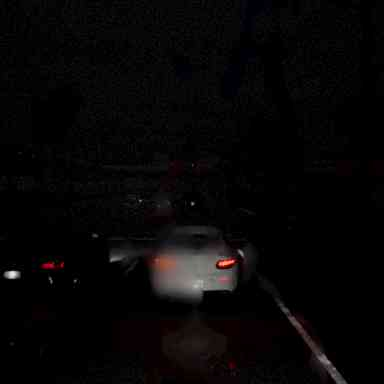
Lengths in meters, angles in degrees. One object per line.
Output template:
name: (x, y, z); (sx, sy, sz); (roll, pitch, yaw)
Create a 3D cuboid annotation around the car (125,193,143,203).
car: (-10.588, 1.155, 59.586); (1.812, 1.442, 4.674); (0, 1, 0)

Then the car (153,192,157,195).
car: (-10.560, 0.565, 89.581); (1.994, 1.385, 4.181); (0, 1, 0)

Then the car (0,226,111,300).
car: (-3.424, 1.536, 8.351); (1.994, 1.385, 4.181); (0, 0, 0)

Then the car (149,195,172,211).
car: (-3.440, 1.379, 37.958); (1.812, 1.442, 4.674); (0, 0, 0)

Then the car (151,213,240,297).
car: (0.075, 1.498, 8.398); (1.812, 1.442, 4.674); (0, 0, 0)

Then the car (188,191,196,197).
car: (-0.058, 0.618, 86.969); (2.033, 1.411, 5.357); (0, 1, 0)

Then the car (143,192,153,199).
car: (-10.550, 0.967, 74.558); (1.895, 1.301, 4.718); (0, 1, 0)

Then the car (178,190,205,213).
car: (0.076, 1.104, 31.328); (2.150, 2.045, 5.566); (0, 0, 0)

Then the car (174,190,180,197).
car: (-3.559, 0.622, 87.383); (1.994, 1.385, 4.181); (0, 1, 0)
